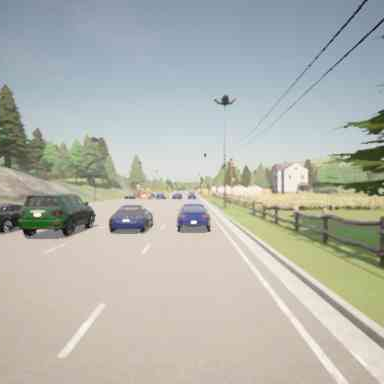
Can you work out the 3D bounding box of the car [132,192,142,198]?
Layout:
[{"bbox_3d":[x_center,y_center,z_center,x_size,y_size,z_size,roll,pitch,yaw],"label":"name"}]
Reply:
[{"bbox_3d":[-13.978,0.786,85.102,1.994,1.385,4.181,0,0,0],"label":"car"}]

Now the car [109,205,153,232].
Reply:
[{"bbox_3d":[-3.395,1.429,19.125,1.994,1.385,4.181,0,0,0],"label":"car"}]

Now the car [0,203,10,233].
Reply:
[{"bbox_3d":[-10.394,1.374,18.546,1.837,1.490,4.892,0,0,0],"label":"car"}]

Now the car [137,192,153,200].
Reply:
[{"bbox_3d":[-10.480,0.818,75.038,2.097,1.767,4.553,0,0,0],"label":"car"}]

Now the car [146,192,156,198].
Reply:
[{"bbox_3d":[-10.478,0.759,85.071,2.128,1.511,4.902,0,0,0],"label":"car"}]

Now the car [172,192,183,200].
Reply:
[{"bbox_3d":[-3.480,1.014,75.034,1.994,1.385,4.181,0,0,0],"label":"car"}]

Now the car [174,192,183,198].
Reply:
[{"bbox_3d":[-3.478,0.786,85.069,1.994,1.385,4.181,0,0,0],"label":"car"}]

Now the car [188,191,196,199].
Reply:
[{"bbox_3d":[0.020,0.987,75.066,1.812,1.442,4.674,0,0,0],"label":"car"}]

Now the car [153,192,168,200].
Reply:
[{"bbox_3d":[-6.980,0.943,74.651,1.882,1.535,5.008,0,0,0],"label":"car"}]

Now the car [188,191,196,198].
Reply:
[{"bbox_3d":[0.022,0.588,85.037,2.097,1.767,4.553,0,0,0],"label":"car"}]

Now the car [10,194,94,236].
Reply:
[{"bbox_3d":[-6.895,1.098,17.525,2.150,2.045,5.566,0,0,0],"label":"car"}]

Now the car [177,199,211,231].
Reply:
[{"bbox_3d":[0.092,1.388,19.468,1.812,1.442,4.674,0,0,0],"label":"car"}]

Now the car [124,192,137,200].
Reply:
[{"bbox_3d":[-13.980,1.059,75.130,1.895,1.301,4.718,0,0,0],"label":"car"}]
